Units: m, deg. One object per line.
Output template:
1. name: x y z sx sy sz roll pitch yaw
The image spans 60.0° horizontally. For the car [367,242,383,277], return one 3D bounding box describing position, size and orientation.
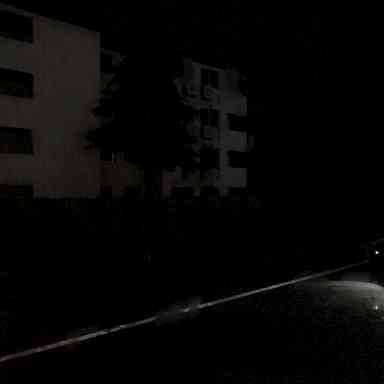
1. car: 6.557 1.566 8.963 4.181 1.385 1.994 0 0 -37
